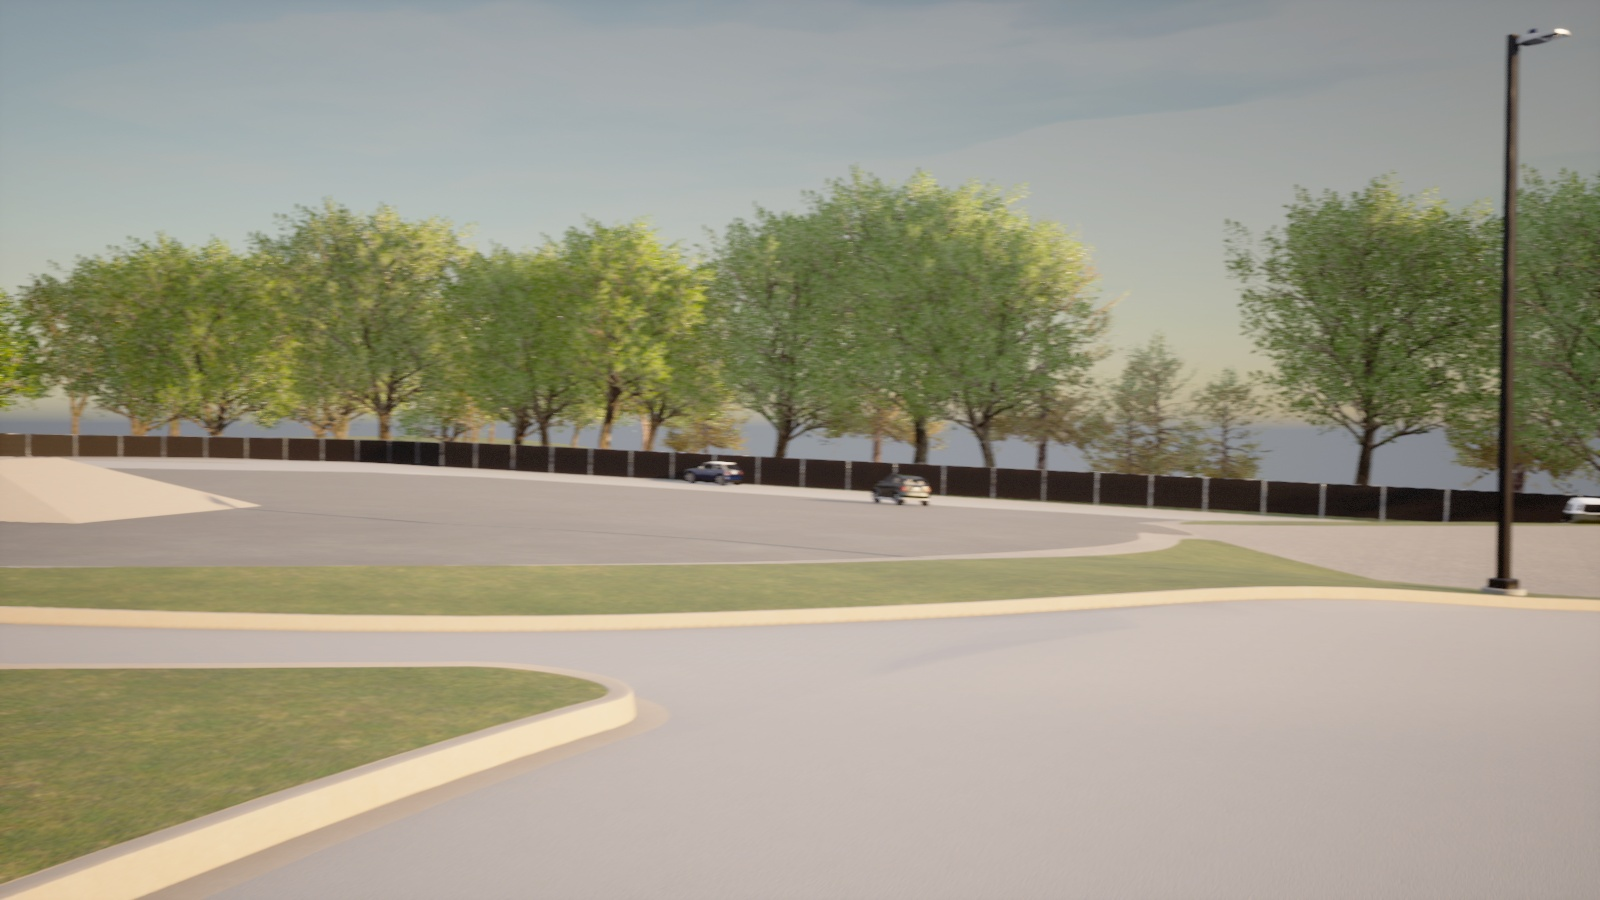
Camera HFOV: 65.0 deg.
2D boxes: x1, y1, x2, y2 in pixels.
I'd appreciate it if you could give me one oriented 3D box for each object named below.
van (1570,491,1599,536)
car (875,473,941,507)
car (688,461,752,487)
[{"bbox_3d":[40.533,3.147,61.395,4.480,2.038,2.069,2,2,19],"label":"van"},{"bbox_3d":[5.433,1.988,63.622,1.789,1.549,3.705,3,-1,-22],"label":"car"},{"bbox_3d":[-5.247,1.538,82.292,3.806,1.475,1.970,3,2,36],"label":"car"}]
